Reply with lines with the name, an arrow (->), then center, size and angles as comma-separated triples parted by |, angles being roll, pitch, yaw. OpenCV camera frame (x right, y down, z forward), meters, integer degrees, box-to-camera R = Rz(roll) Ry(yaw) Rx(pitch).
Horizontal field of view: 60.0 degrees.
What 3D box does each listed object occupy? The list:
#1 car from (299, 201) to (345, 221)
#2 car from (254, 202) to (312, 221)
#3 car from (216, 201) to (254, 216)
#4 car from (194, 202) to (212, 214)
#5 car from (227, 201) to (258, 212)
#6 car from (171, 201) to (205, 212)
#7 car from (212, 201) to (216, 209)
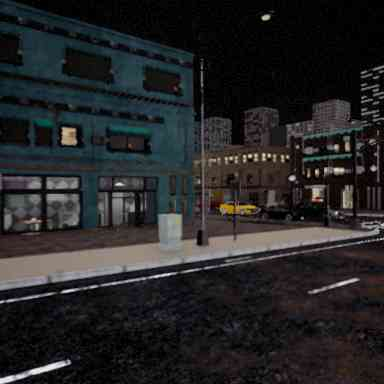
car -> 11.286, 1.596, 29.872 | 2.097, 1.767, 4.553 | -1, 0, -34
car -> 8.040, 1.853, 29.815 | 1.947, 1.339, 4.313 | -1, 0, -35
car -> 5.361, 1.839, 38.271 | 1.882, 1.535, 5.008 | -1, 0, -35
car -> 0.093, 1.886, 41.193 | 1.967, 1.590, 4.097 | -1, 0, -35
car -> 6.923, 1.957, 46.052 | 1.802, 1.307, 4.206 | -1, 0, -35
car -> -0.681, 2.027, 46.782 | 2.033, 1.411, 5.357 | -1, 0, -35
car -> 3.716, 2.020, 50.562 | 1.802, 1.307, 4.206 | -1, 0, -35
